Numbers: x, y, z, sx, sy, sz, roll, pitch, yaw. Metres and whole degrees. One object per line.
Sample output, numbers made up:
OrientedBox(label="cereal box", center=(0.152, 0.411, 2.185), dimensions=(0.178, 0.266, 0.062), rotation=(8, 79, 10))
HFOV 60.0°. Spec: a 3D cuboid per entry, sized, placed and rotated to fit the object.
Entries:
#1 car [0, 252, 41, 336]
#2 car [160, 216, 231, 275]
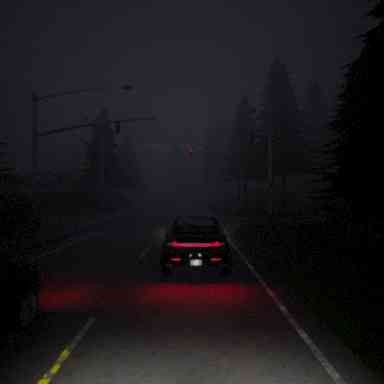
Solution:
OrientedBox(label="car", center=(-3.568, 1.523, 4.136), dimensions=(1.812, 1.442, 4.674), rotation=(0, 0, 0))
OrientedBox(label="car", center=(0.098, 1.485, 10.413), dimensions=(2.128, 1.511, 4.902), rotation=(0, 0, 0))
